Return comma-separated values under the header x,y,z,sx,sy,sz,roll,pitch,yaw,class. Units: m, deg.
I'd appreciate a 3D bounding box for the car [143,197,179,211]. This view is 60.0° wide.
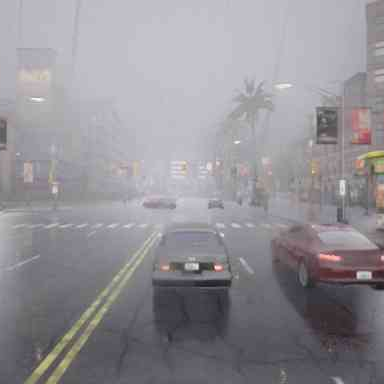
x,y,z,sx,sy,sz,roll,pitch,yaw,class
-4.139,1.599,41.876,1.895,1.301,4.718,0,0,-42,car

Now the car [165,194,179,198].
x,y,z,sx,sy,sz,roll,pitch,yaw,class
-4.251,1.475,71.950,1.882,1.535,5.008,0,0,-1,car

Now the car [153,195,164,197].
x,y,z,sx,sy,sz,roll,pitch,yaw,class
-7.745,1.522,71.405,1.812,1.442,4.674,0,0,-1,car

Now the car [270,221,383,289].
x,y,z,sx,sy,sz,roll,pitch,yaw,class
3.484,1.525,9.048,1.812,1.442,4.674,0,0,0,car

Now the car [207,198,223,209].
x,y,z,sx,sy,sz,roll,pitch,yaw,class
3.130,1.524,45.514,1.812,1.442,4.674,0,0,-1,car

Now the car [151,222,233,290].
x,y,z,sx,sy,sz,roll,pitch,yaw,class
-0.016,1.547,9.199,2.033,1.411,5.357,0,0,0,car

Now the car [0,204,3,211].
x,y,z,sx,sy,sz,roll,pitch,yaw,class
-22.364,1.490,34.671,4.902,1.511,2.128,0,0,-1,car

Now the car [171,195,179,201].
x,y,z,sx,sy,sz,roll,pitch,yaw,class
-4.393,1.521,85.428,1.812,1.442,4.674,0,0,-1,car
